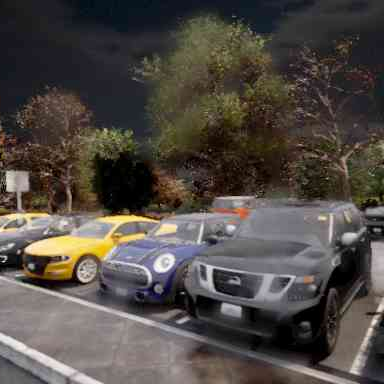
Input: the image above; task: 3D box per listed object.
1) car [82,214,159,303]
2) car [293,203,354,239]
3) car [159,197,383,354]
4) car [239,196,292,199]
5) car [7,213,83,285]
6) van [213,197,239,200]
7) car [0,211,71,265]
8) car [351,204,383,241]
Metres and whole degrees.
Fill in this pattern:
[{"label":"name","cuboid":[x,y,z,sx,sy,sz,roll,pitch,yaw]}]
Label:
[{"label":"car","cuboid":[-0.090,1.364,8.370,2.185,1.767,4.553,0,0,36]},{"label":"car","cuboid":[7.559,1.485,18.714,1.946,1.575,5.366,0,0,36]},{"label":"car","cuboid":[2.131,1.234,6.711,2.435,2.045,5.566,0,0,36]},{"label":"car","cuboid":[5.428,1.245,20.497,2.435,2.045,5.566,-1,0,36]},{"label":"car","cuboid":[-2.364,1.499,9.963,2.097,1.535,5.008,0,0,36]},{"label":"van","cuboid":[3.127,1.289,22.250,1.878,1.987,4.442,0,0,36]},{"label":"car","cuboid":[-4.621,1.517,11.573,2.231,1.521,4.892,-1,0,36]},{"label":"car","cuboid":[9.915,1.486,17.252,2.231,1.521,4.892,0,0,36]}]
